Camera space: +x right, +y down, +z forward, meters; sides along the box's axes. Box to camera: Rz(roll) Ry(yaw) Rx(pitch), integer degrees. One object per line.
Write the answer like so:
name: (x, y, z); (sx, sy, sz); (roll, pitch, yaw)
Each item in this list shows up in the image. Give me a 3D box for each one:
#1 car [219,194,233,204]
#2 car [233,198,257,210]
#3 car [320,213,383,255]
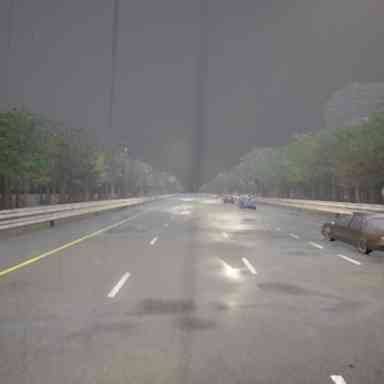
car: (7.098, 1.413, 65.763); (2.097, 1.767, 4.553); (0, 0, 0)
car: (7.020, 1.580, 42.878); (2.033, 1.411, 5.357); (0, 0, 0)
car: (6.995, 1.550, 13.285); (2.033, 1.411, 5.357); (0, 0, 0)
